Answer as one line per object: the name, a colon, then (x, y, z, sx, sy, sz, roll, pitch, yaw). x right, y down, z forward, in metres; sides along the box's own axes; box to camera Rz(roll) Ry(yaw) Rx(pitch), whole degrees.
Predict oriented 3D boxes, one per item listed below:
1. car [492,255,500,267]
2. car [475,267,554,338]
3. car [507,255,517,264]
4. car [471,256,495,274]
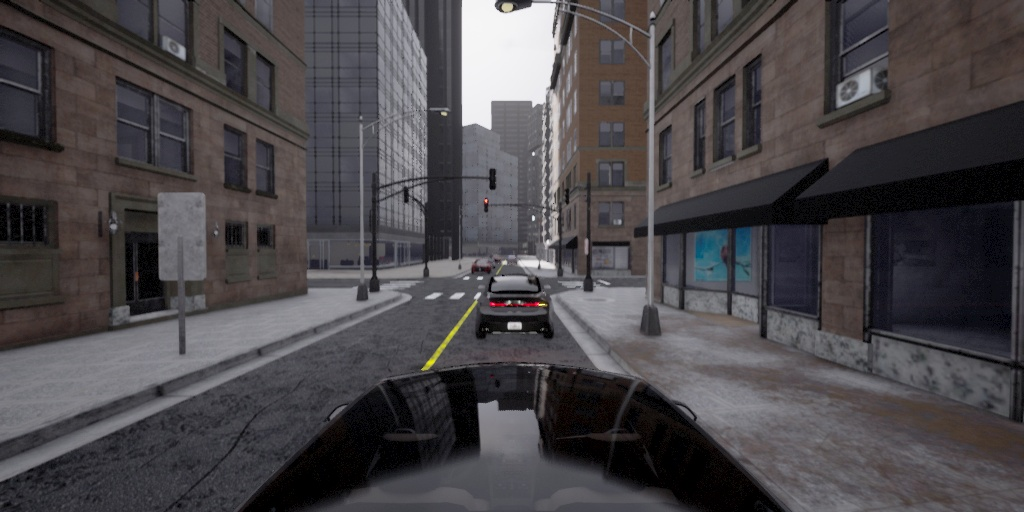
car: (-3.134, 0.973, 48.671, 2.033, 1.411, 5.357, 0, 1, 0)
car: (0.070, 1.224, 10.008, 1.837, 1.490, 4.892, 0, 0, 0)
car: (0.030, 0.748, 63.711, 2.033, 1.411, 5.357, 0, 1, 0)
car: (-3.132, 1.030, 37.580, 1.882, 1.535, 5.008, 0, 0, 0)
